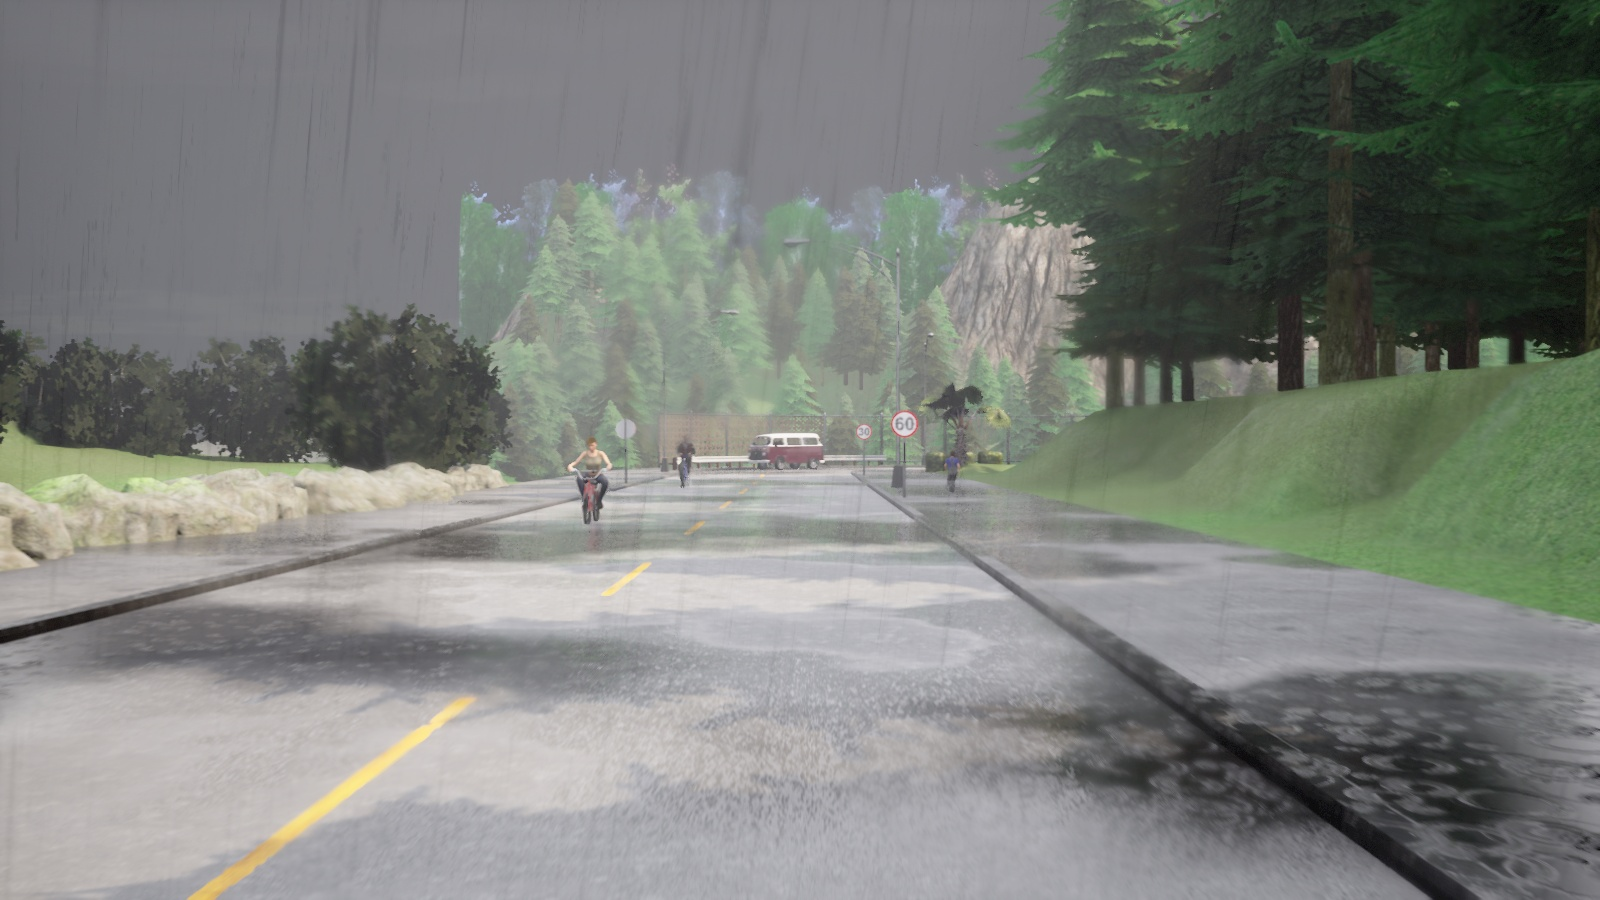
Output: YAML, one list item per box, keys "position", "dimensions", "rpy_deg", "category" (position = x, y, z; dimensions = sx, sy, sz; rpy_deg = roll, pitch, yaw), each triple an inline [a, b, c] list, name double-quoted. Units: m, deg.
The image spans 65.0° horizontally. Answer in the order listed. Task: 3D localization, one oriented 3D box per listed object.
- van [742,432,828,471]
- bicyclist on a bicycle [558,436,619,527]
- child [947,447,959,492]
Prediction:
- position: [-0.808, 0.081, 69.139]
  dimensions: [4.480, 2.038, 2.069]
  rpy_deg: [0, 0, -43]
  category: "van"
- position: [-3.856, 0.550, 23.053]
  dimensions: [0.866, 1.612, 1.509]
  rpy_deg: [0, 0, 0]
  category: "bicyclist on a bicycle"
- position: [4.309, 0.540, 35.449]
  dimensions: [0.270, 1.263, 0.437]
  rpy_deg: [0, 0, -2]
  category: "child"
